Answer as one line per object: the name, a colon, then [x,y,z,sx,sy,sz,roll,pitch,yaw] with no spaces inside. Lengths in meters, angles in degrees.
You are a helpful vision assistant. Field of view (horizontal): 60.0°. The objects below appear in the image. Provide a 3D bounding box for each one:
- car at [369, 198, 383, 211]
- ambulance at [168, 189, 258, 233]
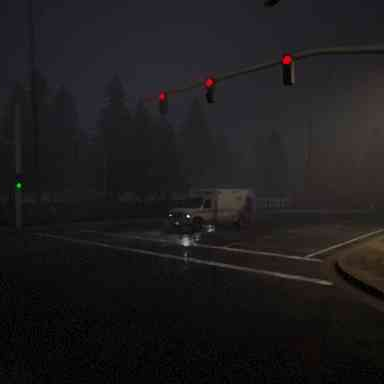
car: [23.190,1.387,38.952,4.902,1.511,2.128,0,0,-12]
ambulance: [1.400,1.040,20.846,2.351,2.431,6.366,-1,0,45]
